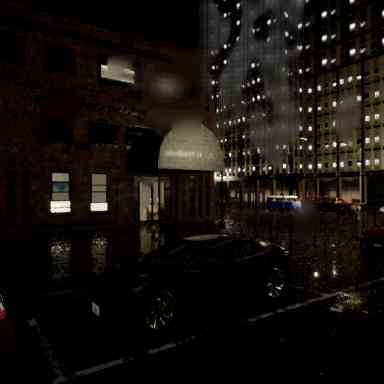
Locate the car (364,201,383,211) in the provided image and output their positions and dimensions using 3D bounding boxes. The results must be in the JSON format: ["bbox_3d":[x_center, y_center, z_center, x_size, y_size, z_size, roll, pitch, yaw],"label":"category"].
[{"bbox_3d":[20.004,1.499,36.525,2.008,1.369,4.403,0,0,-35],"label":"car"}]

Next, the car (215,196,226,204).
[{"bbox_3d":[4.086,1.437,59.407,1.752,1.417,4.829,0,0,-35],"label":"car"}]

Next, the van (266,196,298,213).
[{"bbox_3d":[9.959,1.326,36.287,1.690,1.788,3.998,0,0,-35],"label":"van"}]

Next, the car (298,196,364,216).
[{"bbox_3d":[13.123,1.308,31.738,2.192,1.841,5.009,0,0,-35],"label":"car"}]

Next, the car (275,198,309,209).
[{"bbox_3d":[13.676,1.514,45.622,1.802,1.307,4.206,0,0,-35],"label":"car"}]

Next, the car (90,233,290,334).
[{"bbox_3d":[0.185,1.565,6.764,4.313,1.339,1.947,0,0,-35],"label":"car"}]

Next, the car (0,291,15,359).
[{"bbox_3d":[-4.282,1.440,3.516,4.097,1.590,1.967,0,0,-35],"label":"car"}]

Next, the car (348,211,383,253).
[{"bbox_3d":[8.031,1.543,12.430,4.507,1.381,1.887,0,0,-35],"label":"car"}]
